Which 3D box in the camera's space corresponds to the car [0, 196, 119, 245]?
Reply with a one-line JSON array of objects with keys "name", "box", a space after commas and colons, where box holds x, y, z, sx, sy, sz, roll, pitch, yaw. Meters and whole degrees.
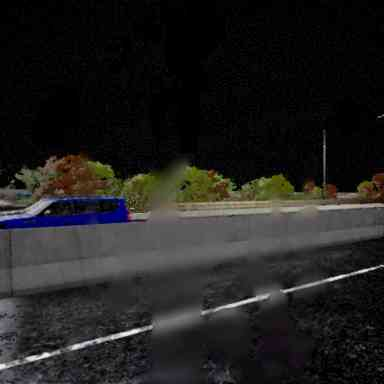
[{"name": "car", "box": [-6.649, 1.218, 16.379, 5.566, 2.045, 2.150, 0, 0, -35]}]

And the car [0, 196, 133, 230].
[{"name": "car", "box": [-5.077, 1.220, 13.206, 5.566, 2.045, 2.150, 0, 0, -35]}]
